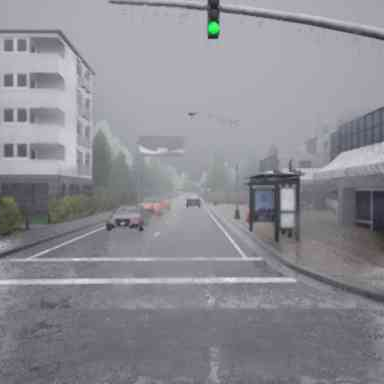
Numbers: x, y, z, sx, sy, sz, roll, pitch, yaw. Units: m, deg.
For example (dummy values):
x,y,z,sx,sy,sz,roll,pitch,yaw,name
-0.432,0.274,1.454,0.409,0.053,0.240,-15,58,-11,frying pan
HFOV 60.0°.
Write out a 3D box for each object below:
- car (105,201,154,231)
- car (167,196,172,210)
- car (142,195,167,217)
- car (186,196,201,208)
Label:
x,y,z,sx,sy,sz,roll,pitch,yaw,name
-3.603,1.439,19.292,1.994,1.385,4.181,0,0,0,car
-3.567,1.183,39.045,2.097,1.767,4.553,0,0,0,car
-3.597,1.205,28.993,2.097,1.767,4.553,0,0,0,car
0.276,1.295,45.329,1.882,1.535,5.008,0,0,3,car
